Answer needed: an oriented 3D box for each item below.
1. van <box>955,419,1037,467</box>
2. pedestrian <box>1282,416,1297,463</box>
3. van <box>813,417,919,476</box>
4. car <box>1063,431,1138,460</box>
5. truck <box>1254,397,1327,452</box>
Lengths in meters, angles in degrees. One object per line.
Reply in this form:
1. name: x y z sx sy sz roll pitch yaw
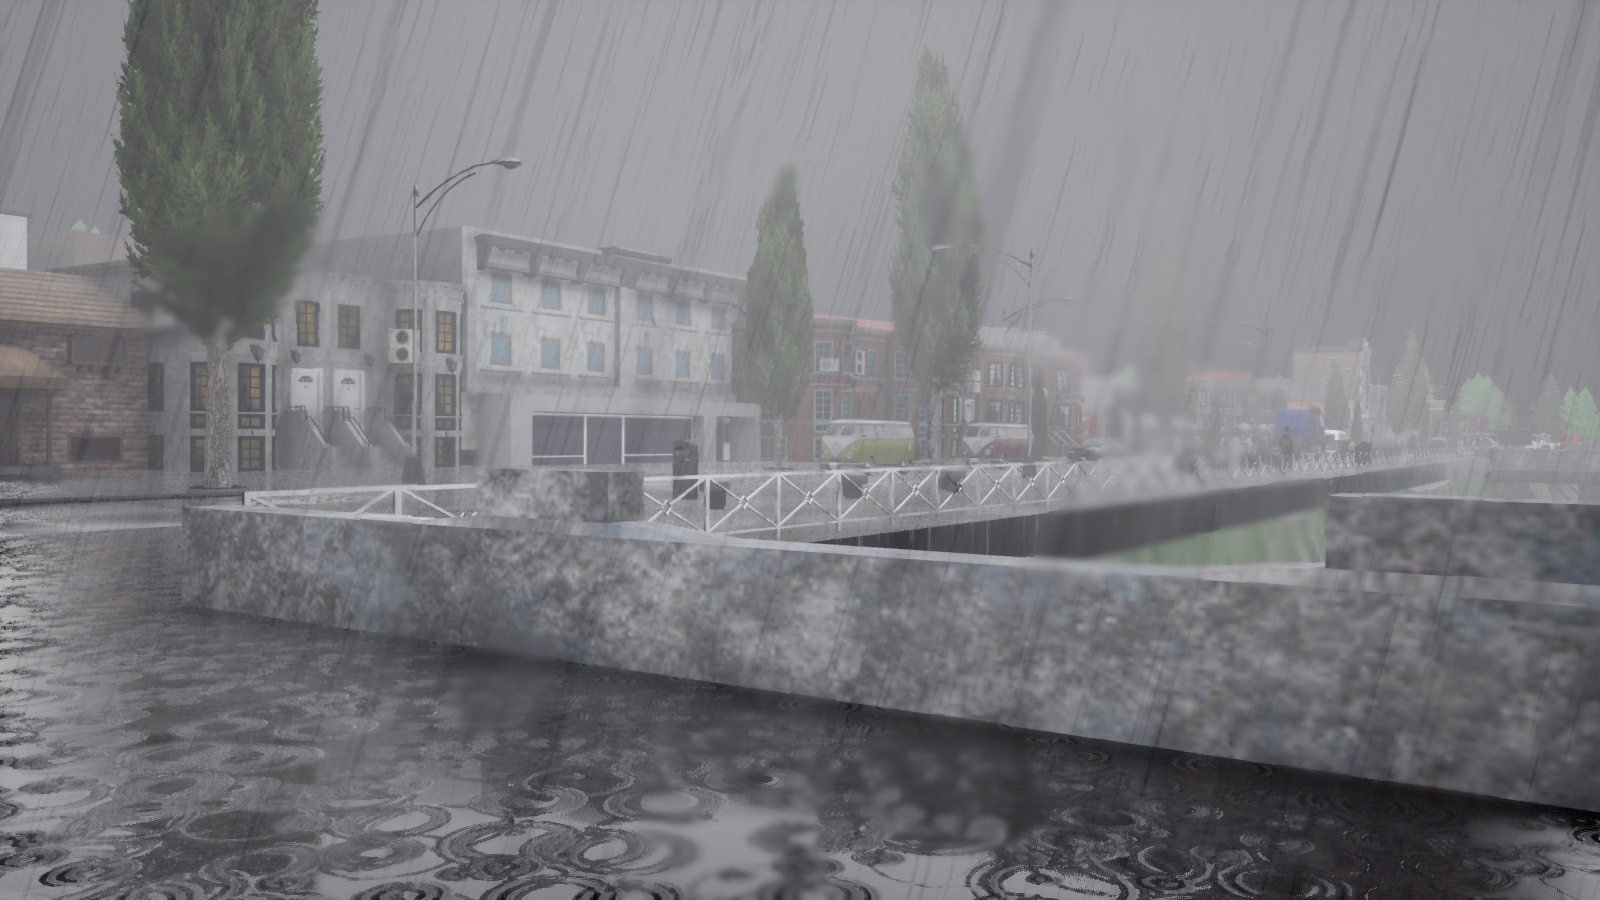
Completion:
1. van: 8.520 -0.333 54.231 1.775 1.987 4.442 0 1 34
2. pedestrian: 20.200 -0.449 51.848 0.396 1.930 0.692 0 1 37
3. van: 2.416 -0.153 45.030 1.775 1.987 4.442 0 1 34
4. car: 15.579 -0.248 64.871 2.033 1.411 5.357 0 1 34
5. truck: 32.597 -1.683 83.290 2.891 3.462 7.936 0 1 34
